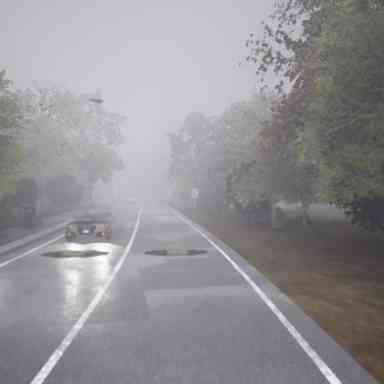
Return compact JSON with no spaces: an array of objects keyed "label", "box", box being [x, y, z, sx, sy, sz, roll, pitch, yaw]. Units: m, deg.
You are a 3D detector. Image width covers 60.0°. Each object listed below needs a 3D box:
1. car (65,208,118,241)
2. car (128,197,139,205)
[{"label":"car","box":[-4.760,1.486,16.252,1.994,1.385,4.181,0,0,-7]},{"label":"car","box":[-10.872,1.707,61.739,1.812,1.442,4.674,0,-3,-8]}]
